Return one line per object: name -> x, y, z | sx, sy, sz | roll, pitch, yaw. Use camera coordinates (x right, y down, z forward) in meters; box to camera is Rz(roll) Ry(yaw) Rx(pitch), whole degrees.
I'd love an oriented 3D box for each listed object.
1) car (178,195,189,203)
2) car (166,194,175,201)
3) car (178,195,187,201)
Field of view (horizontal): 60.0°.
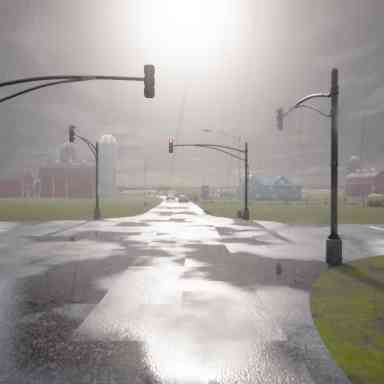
car -> -1.747, 1.623, 69.930 | 1.895, 1.301, 4.718 | 0, 0, -3
car -> -4.735, 1.182, 73.929 | 1.812, 1.442, 4.674 | 0, 0, -3
car -> -2.361, 1.463, 79.914 | 1.837, 1.490, 4.892 | 0, 0, -4
